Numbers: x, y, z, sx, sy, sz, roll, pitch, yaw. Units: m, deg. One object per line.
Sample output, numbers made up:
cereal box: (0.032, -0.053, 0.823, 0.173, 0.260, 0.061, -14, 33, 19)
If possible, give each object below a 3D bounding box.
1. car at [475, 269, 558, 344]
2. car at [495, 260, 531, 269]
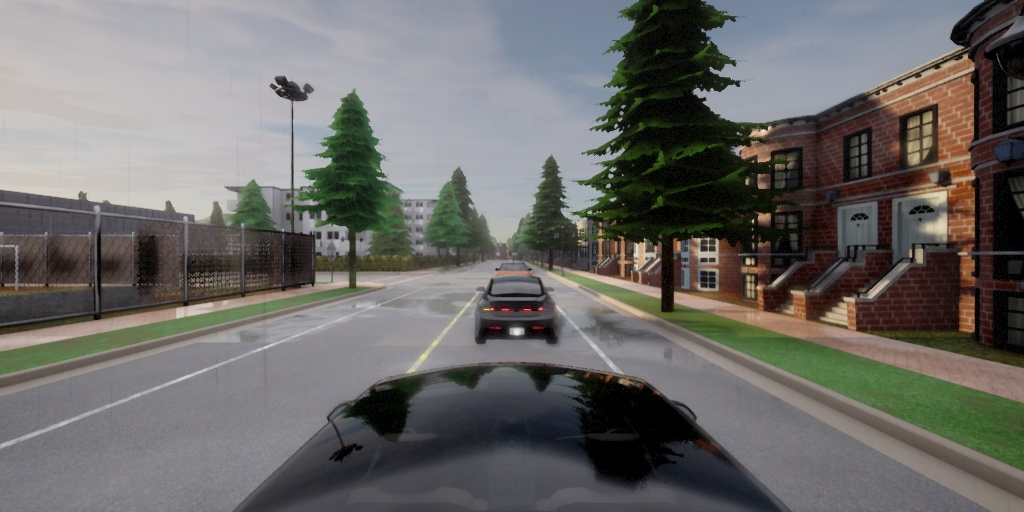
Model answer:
car: (0.092, 1.253, 9.537, 1.837, 1.490, 4.892, 0, 0, 0)
car: (0.081, 1.095, 20.699, 2.097, 1.767, 4.553, 0, 0, 0)
